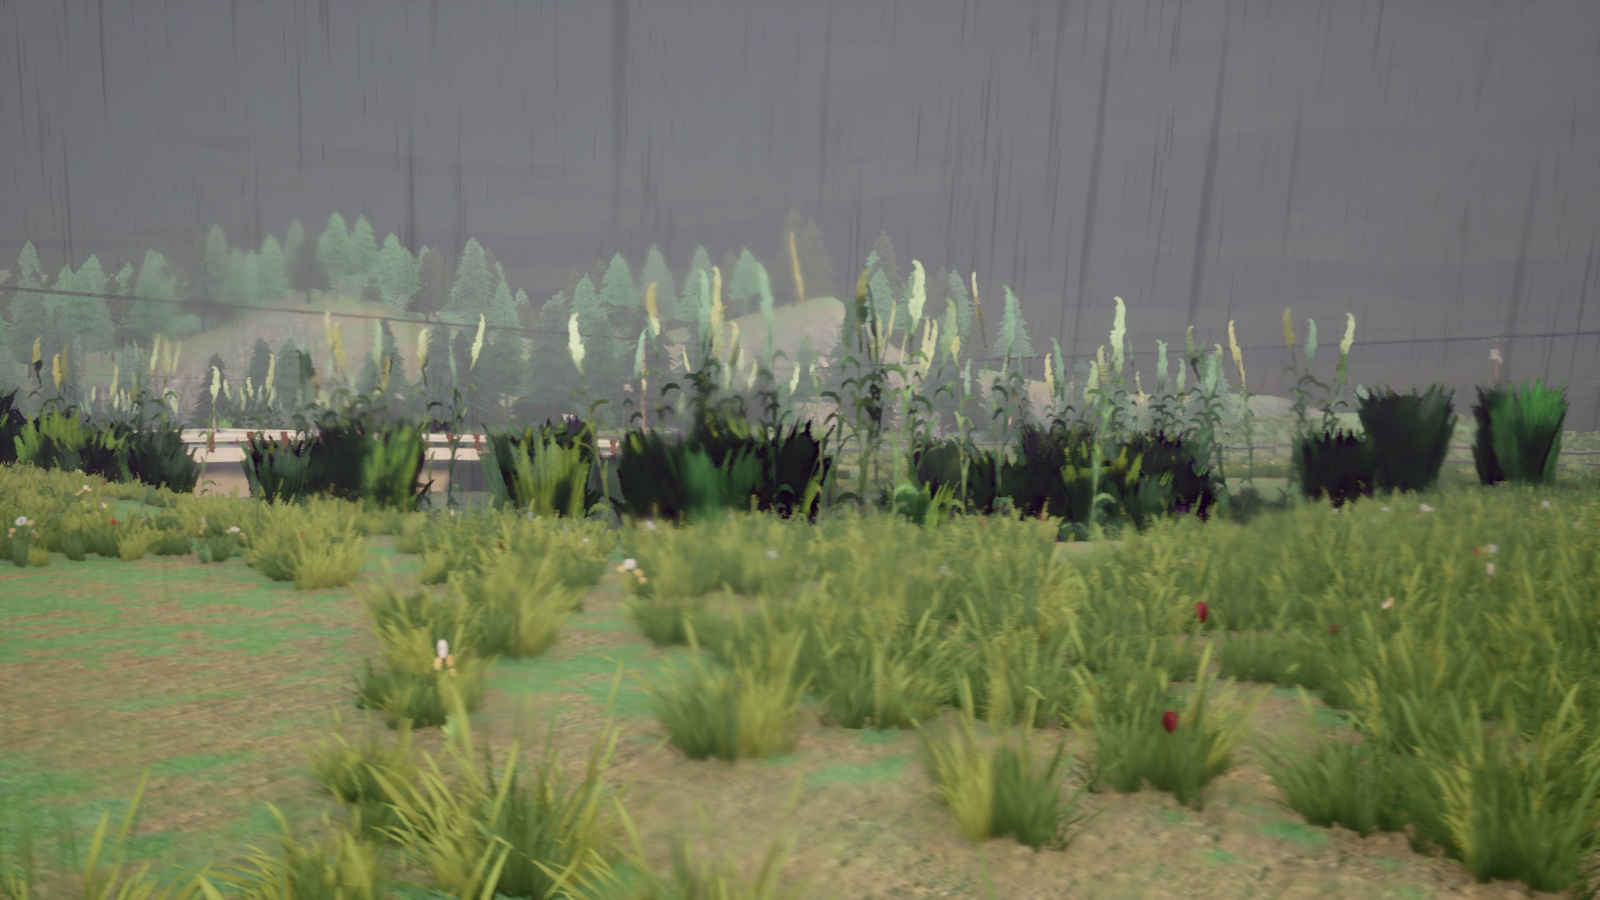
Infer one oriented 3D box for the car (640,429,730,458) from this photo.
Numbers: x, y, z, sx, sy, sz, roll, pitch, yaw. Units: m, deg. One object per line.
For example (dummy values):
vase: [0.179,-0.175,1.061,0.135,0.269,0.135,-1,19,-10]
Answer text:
car: [-6.239,-0.344,68.645,1.882,1.535,5.008,0,0,41]
